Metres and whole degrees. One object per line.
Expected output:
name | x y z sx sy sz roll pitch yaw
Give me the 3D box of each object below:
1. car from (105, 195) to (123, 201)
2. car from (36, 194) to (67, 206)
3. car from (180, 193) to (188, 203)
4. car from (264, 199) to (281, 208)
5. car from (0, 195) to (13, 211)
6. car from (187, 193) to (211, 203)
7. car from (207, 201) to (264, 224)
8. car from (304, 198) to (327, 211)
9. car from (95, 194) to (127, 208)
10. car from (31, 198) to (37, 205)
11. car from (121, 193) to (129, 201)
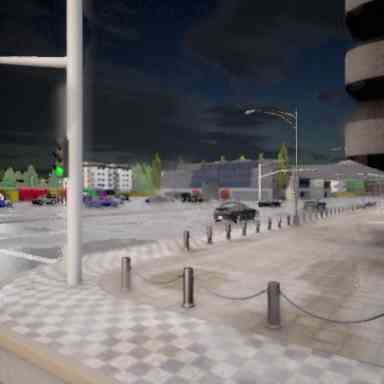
car | -18.799 1.469 79.882 1.970 1.475 3.806 0 0 36
car | -26.808 1.225 64.017 1.932 1.855 4.605 0 0 36
car | -0.618 1.224 66.595 1.905 1.878 3.866 0 0 36
car | 11.207 1.663 48.128 1.895 1.301 4.718 0 0 37
car | -26.702 1.464 45.330 1.970 1.475 3.806 0 0 36
car | 1.685 1.220 64.840 1.932 1.855 4.605 0 0 36
car | 3.428 1.563 25.499 1.837 1.490 4.892 0 0 36
car | 15.720 1.566 42.401 1.837 1.490 4.892 0 0 36
car | -13.124 1.463 54.103 1.970 1.475 3.806 0 0 36
car | -29.106 1.437 65.781 1.784 1.438 3.905 0 0 36
car | -16.470 1.229 78.163 1.905 1.878 3.866 0 0 36
